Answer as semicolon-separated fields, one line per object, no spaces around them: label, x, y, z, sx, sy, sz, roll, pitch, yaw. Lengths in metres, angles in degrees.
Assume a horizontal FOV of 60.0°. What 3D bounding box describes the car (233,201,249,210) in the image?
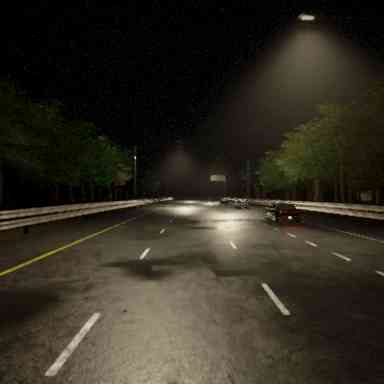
car;7.130;1.932;49.105;1.895;1.301;4.718;0;-1;0

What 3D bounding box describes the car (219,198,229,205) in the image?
car;7.319;2.177;76.540;2.128;1.511;4.902;0;-1;0

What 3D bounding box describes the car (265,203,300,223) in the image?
car;7.037;1.608;26.249;1.837;1.490;4.892;0;0;0
